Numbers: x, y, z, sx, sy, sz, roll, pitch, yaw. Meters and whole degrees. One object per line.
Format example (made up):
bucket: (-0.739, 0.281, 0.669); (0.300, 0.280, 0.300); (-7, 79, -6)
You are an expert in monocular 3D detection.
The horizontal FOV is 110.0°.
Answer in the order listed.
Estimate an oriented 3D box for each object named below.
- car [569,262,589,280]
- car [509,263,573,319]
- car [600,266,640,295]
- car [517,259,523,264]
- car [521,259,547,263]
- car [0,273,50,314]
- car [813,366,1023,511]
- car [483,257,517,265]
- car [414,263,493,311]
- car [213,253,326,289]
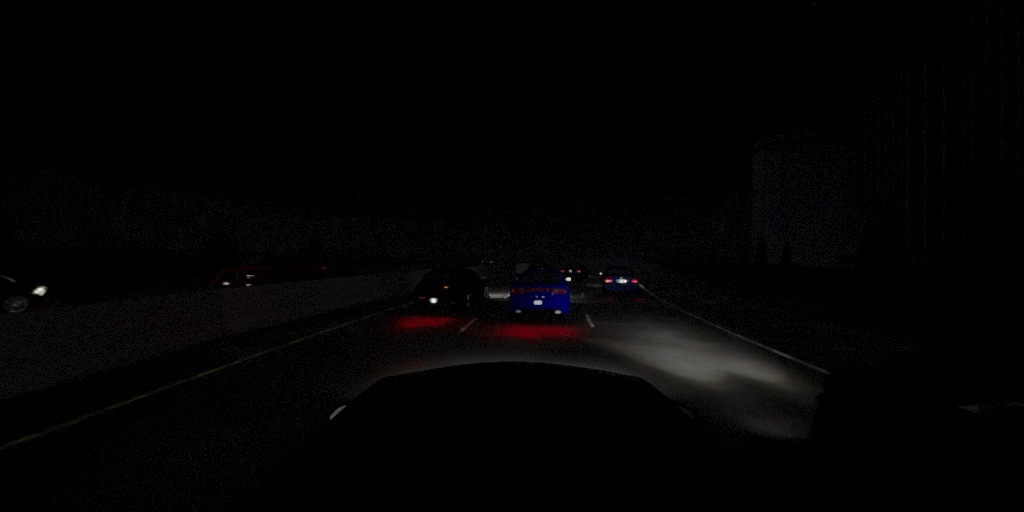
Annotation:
car: (5.414, 1.249, 30.616); (2.033, 1.411, 5.357); (0, 0, 19)
car: (1.092, 1.195, 12.880); (1.882, 1.535, 5.008); (0, 0, 8)
car: (5.892, 1.265, 19.815); (2.033, 1.411, 5.357); (0, 0, 13)
car: (1.960, 1.282, 63.997); (1.994, 1.385, 4.181); (0, 0, 19)
car: (2.541, 1.218, 32.953); (1.812, 1.442, 4.674); (0, 0, 18)
car: (-16.984, 1.162, 10.246); (1.837, 1.490, 4.892); (0, 0, 5)
car: (3.697, 1.259, 1.299); (2.128, 1.511, 4.902); (0, 0, 0)
car: (-1.348, 1.156, 43.832); (1.882, 1.535, 5.008); (0, 0, 19)
car: (-2.235, 1.208, 14.234); (1.837, 1.490, 4.892); (0, 0, 8)
car: (-12.328, 0.880, 18.797); (2.150, 2.045, 5.566); (0, 0, 10)
